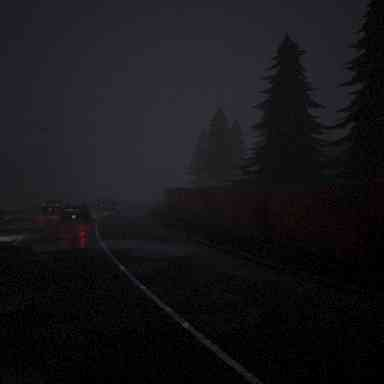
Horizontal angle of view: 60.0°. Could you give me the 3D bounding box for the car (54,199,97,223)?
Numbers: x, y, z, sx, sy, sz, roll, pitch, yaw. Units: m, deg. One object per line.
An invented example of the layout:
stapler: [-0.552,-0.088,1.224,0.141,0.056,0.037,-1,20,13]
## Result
car: [-8.546,1.449,24.836,2.128,1.511,4.902,0,0,-13]

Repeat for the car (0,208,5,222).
car: [-8.521,1.470,12.422,1.837,1.490,4.892,0,0,-21]

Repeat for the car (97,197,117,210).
car: [-10.703,1.416,41.486,1.882,1.535,5.008,0,0,-2]

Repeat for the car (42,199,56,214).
car: [-13.632,1.425,33.609,2.128,1.511,4.902,0,0,-7]
